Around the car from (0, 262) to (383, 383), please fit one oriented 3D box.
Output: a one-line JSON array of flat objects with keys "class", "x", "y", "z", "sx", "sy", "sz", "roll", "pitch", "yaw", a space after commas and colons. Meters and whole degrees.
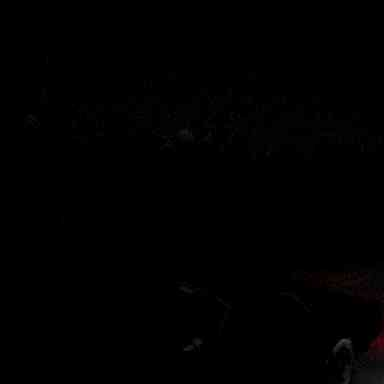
[{"class": "car", "x": 0.053, "y": 1.601, "z": 3.662, "sx": 4.718, "sy": 1.301, "sz": 1.895, "roll": 0, "pitch": 0, "yaw": -35}]
